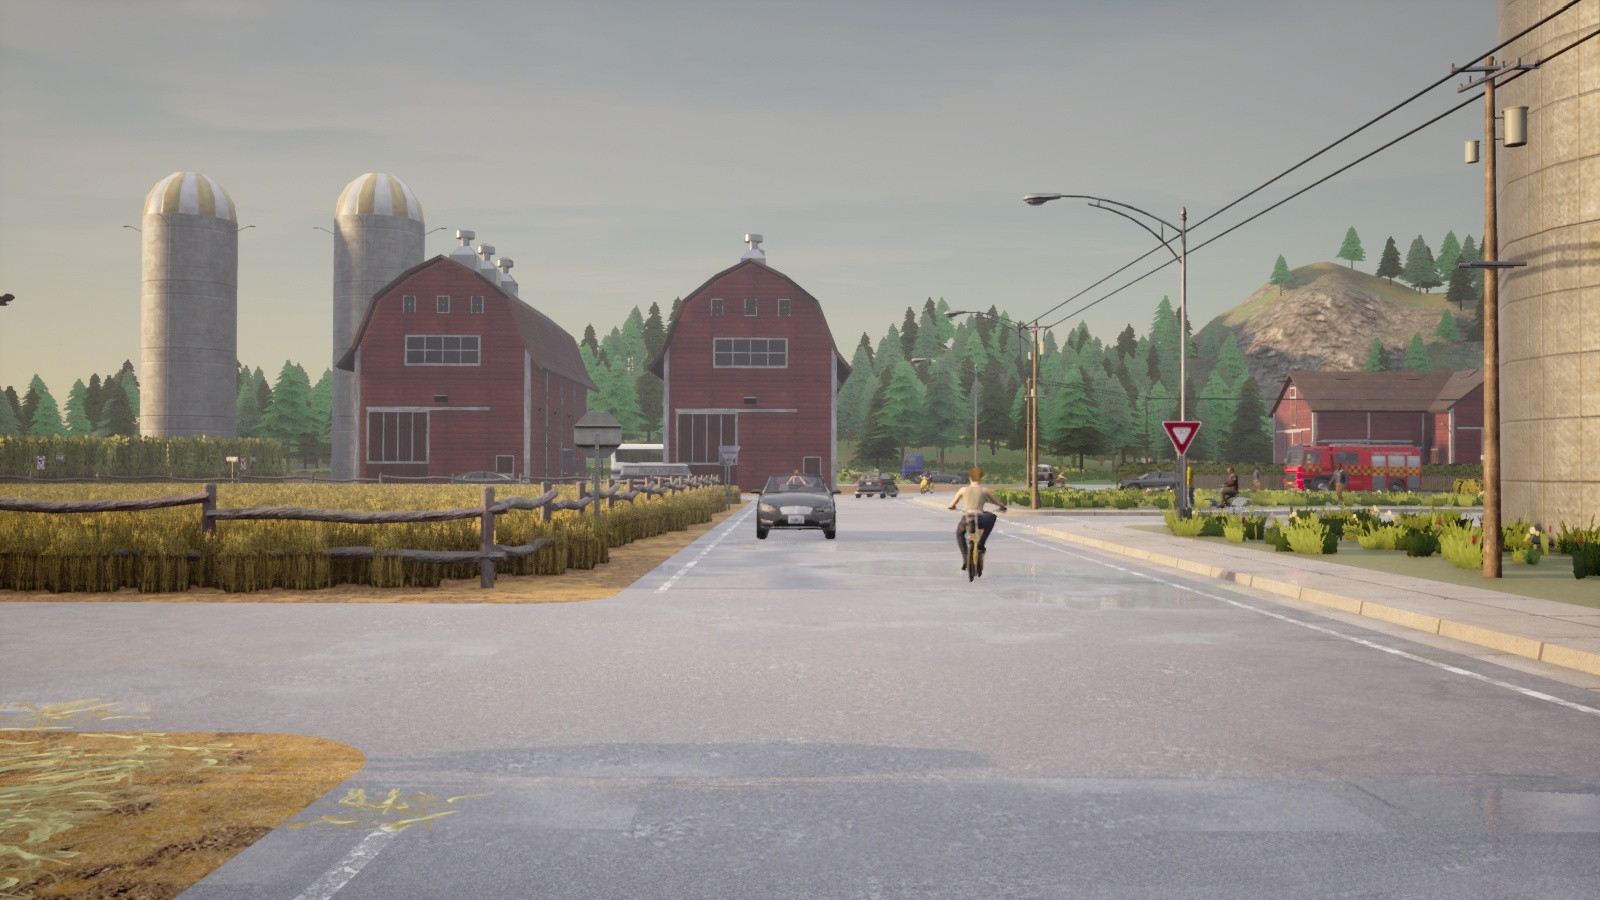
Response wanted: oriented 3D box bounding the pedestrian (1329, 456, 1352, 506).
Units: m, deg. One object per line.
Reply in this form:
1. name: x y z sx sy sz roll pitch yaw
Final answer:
1. pedestrian: 21.221 1.211 49.317 0.788 1.949 0.423 0 -1 -31

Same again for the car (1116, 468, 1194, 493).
1. car: 24.240 2.085 85.906 4.856 1.649 2.033 0 -1 4

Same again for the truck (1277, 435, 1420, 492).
1. truck: 37.386 0.937 85.815 8.468 3.827 2.891 0 -1 0

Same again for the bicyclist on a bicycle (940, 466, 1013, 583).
1. bicyclist on a bicycle: 2.570 1.046 18.196 0.866 1.612 1.509 0 -1 15

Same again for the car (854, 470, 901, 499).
1. car: 4.467 1.964 72.111 1.789 1.549 3.705 -1 -1 19

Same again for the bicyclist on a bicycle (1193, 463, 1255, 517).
1. bicyclist on a bicycle: 14.150 1.331 41.934 1.843 1.776 0.659 0 -1 -1

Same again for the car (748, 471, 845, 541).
1. car: -0.080 1.274 30.051 2.128 1.511 4.902 0 -1 0

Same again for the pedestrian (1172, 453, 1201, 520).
1. pedestrian: 10.743 1.012 34.923 0.706 1.836 0.354 0 -1 9

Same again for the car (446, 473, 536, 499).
1. car: -18.199 2.132 74.039 4.892 1.490 1.837 0 -1 -3

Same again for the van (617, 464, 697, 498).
1. van: -8.452 1.845 74.290 4.442 1.987 1.775 0 -1 4
